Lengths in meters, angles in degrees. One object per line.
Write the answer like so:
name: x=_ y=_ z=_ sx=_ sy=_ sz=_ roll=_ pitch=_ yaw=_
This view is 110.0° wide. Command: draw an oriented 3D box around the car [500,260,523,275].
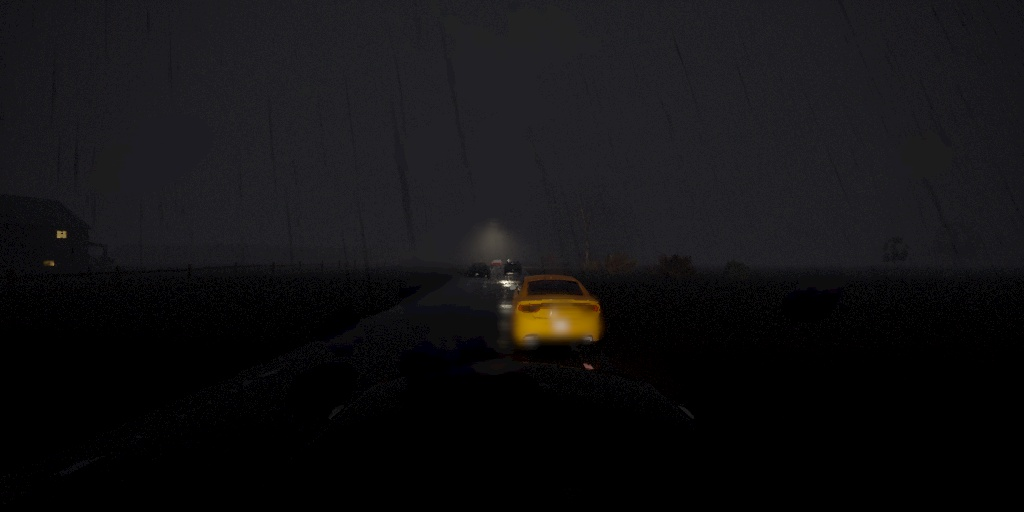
car: x=0.098 y=1.236 z=39.195 sx=2.128 sy=1.511 sz=4.902 roll=0 pitch=0 yaw=0

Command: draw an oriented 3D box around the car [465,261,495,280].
car: x=-2.839 y=1.309 z=31.168 sx=1.994 sy=1.385 sz=4.181 roll=0 pitch=0 yaw=0

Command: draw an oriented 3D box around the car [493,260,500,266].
car: x=-2.727 y=1.343 z=64.038 sx=1.895 sy=1.301 sz=4.718 roll=0 pitch=0 yaw=0

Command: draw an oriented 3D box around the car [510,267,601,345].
car: x=0.966 y=1.227 z=9.533 sx=1.882 sy=1.535 sz=5.008 roll=0 pitch=0 yaw=0
